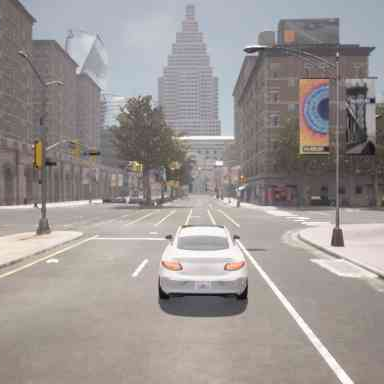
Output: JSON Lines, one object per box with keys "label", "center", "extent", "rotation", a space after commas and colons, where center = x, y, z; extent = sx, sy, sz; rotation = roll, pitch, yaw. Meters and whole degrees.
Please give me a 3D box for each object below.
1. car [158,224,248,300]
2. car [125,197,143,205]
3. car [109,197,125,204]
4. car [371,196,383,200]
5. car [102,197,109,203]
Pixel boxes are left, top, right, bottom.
{"label": "car", "center": [0.266, 1.526, 8.303], "extent": [1.812, 1.442, 4.674], "rotation": [0, 0, 2]}
{"label": "car", "center": [-10.192, 1.563, 60.122], "extent": [1.994, 1.385, 4.181], "rotation": [0, 0, 2]}
{"label": "car", "center": [-13.614, 1.564, 62.773], "extent": [1.994, 1.385, 4.181], "rotation": [0, 0, 2]}
{"label": "car", "center": [36.007, 1.481, 67.556], "extent": [2.231, 1.521, 4.892], "rotation": [0, 0, 1]}
{"label": "car", "center": [-16.705, 1.595, 67.376], "extent": [1.895, 1.301, 4.718], "rotation": [0, 0, 1]}
